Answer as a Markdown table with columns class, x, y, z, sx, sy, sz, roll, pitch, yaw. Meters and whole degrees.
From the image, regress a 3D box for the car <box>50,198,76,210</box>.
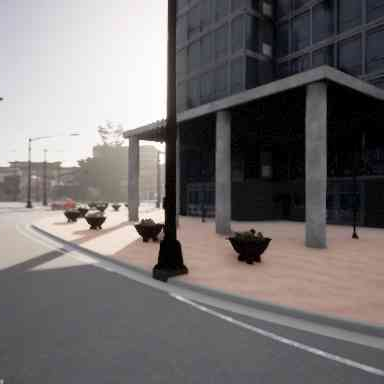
| class | x | y | z | sx | sy | sz | roll | pitch | yaw |
| --- | --- | --- | --- | --- | --- | --- | --- | --- | --- |
| car | -18.588 | 1.666 | 48.012 | 2.097 | 1.767 | 4.553 | 0 | 0 | 3 |

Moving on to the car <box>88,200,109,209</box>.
| class | x | y | z | sx | sy | sz | roll | pitch | yaw |
| --- | --- | --- | --- | --- | --- | --- | --- | --- | --- |
| car | -14.676 | 1.986 | 52.609 | 1.895 | 1.301 | 4.718 | 0 | -1 | 3 |
